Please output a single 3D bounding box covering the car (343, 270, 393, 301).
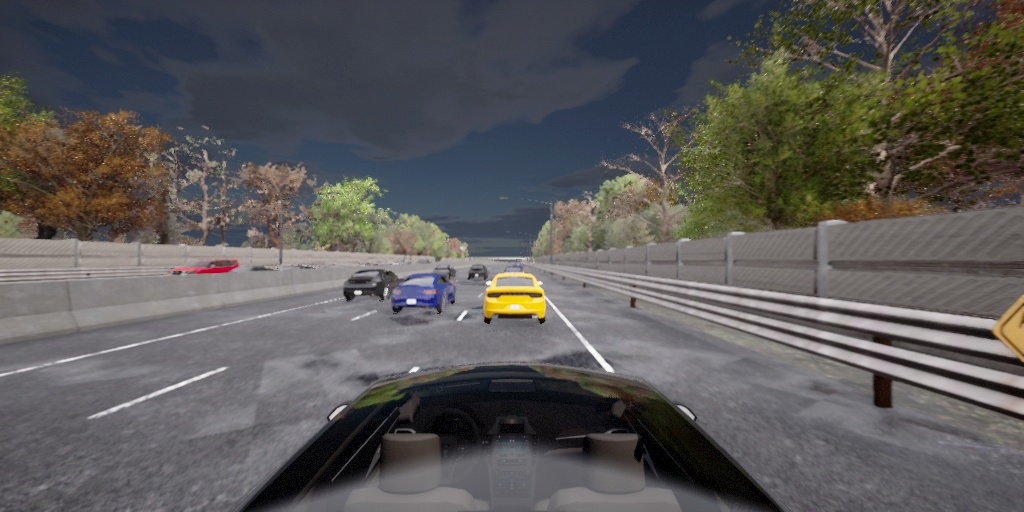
[{"bbox_3d":[-6.902,1.426,18.495,1.837,1.490,4.892,0,-1,0],"label":"car"}]

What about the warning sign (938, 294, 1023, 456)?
[{"bbox_3d":[4.550,0.877,2.934,1.300,1.860,1.060,0,0,0],"label":"warning sign"}]

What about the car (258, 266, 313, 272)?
[{"bbox_3d":[-17.597,1.541,28.902,1.837,1.490,4.892,0,-1,0],"label":"car"}]

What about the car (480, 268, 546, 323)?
[{"bbox_3d":[0.090,1.339,12.753,1.882,1.535,5.008,0,-1,0],"label":"car"}]

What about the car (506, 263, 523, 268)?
[{"bbox_3d":[0.100,1.614,31.712,2.033,1.411,5.357,0,-1,0],"label":"car"}]

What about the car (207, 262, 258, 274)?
[{"bbox_3d":[-21.097,1.510,28.602,1.882,1.535,5.008,0,-1,0],"label":"car"}]

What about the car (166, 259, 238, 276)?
[{"bbox_3d":[-24.598,1.258,29.006,2.150,2.045,5.566,0,-1,0],"label":"car"}]

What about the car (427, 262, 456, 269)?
[{"bbox_3d":[-6.900,1.618,37.036,2.128,1.511,4.902,0,-1,0],"label":"car"}]

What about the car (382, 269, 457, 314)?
[{"bbox_3d":[-3.408,1.406,14.468,1.812,1.442,4.674,0,-1,0],"label":"car"}]

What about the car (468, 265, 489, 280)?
[{"bbox_3d":[-3.400,1.632,37.167,1.837,1.490,4.892,0,-1,0],"label":"car"}]
